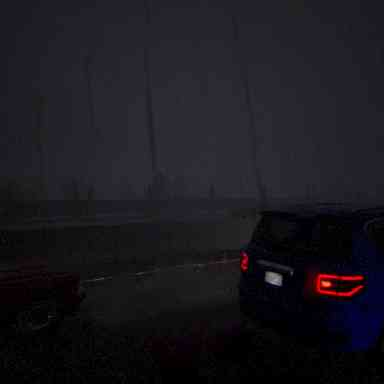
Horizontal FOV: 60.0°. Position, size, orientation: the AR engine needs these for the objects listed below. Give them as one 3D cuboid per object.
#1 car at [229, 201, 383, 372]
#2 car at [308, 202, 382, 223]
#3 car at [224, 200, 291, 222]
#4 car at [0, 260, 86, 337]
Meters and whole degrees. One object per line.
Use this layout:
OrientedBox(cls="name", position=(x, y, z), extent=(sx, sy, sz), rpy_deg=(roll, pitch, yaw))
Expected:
OrientedBox(cls="car", position=(3.346, 1.220, 5.749), extent=(5.566, 2.045, 2.150), rpy_deg=(0, 0, -32))
OrientedBox(cls="car", position=(11.813, 1.541, 25.717), extent=(5.357, 1.411, 2.033), rpy_deg=(0, 0, -21))
OrientedBox(cls="car", position=(5.252, 1.486, 26.639), extent=(4.902, 1.511, 2.128), rpy_deg=(0, 0, -24))
OrientedBox(cls="car", position=(-4.139, 1.601, 4.994), extent=(4.718, 1.301, 1.895), rpy_deg=(0, 0, -36))
